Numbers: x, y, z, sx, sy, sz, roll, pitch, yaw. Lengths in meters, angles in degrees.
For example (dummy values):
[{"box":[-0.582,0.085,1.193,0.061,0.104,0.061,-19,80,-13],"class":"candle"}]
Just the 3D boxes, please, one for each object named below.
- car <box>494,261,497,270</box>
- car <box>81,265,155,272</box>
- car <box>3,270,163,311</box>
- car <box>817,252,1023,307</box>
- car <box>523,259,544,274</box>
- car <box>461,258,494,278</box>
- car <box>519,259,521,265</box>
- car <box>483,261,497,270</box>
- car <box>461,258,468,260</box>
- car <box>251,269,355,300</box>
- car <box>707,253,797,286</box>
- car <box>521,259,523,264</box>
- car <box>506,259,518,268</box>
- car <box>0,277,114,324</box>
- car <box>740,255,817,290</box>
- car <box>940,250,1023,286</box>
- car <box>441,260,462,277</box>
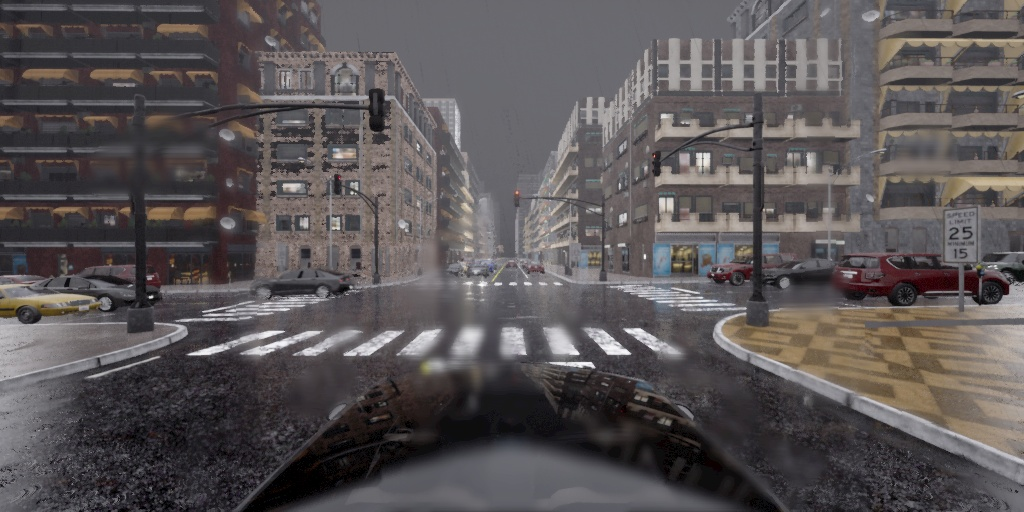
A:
[{"box":[-3.192,1.237,43.407,1.882,1.535,5.008,0,0,0],"class":"car"},{"box":[-23.642,1.462,21.038,5.009,1.841,2.192,0,0,-1],"class":"car"},{"box":[-17.898,1.560,15.340,4.892,1.490,1.837,-1,0,-1],"class":"car"},{"box":[14.685,0.775,13.112,5.009,1.841,2.192,0,0,-1],"class":"car"},{"box":[2.603,1.198,40.812,1.967,1.591,4.097,0,0,0],"class":"car"},{"box":[-3.172,1.247,33.985,2.128,1.511,4.902,0,0,0],"class":"car"},{"box":[2.564,1.348,57.860,1.802,1.307,4.207,0,0,0],"class":"car"},{"box":[-3.208,1.365,53.404,1.895,1.301,4.718,0,0,0],"class":"car"},{"box":[-5.777,1.283,40.621,1.751,1.417,4.829,0,0,0],"class":"car"},{"box":[-10.785,1.422,18.622,4.892,1.490,1.837,-1,0,-1],"class":"car"},{"box":[14.532,0.759,21.490,5.009,1.841,2.192,0,0,-1],"class":"car"},{"box":[2.590,1.200,46.495,1.967,1.591,4.097,0,0,0],"class":"car"},{"box":[-0.027,1.294,59.887,1.812,1.442,4.674,0,0,1],"class":"car"},{"box":[-17.654,1.585,12.756,4.829,1.417,1.751,0,0,-1],"class":"car"},{"box":[15.291,0.913,18.909,5.008,1.535,1.882,-1,0,-1],"class":"car"},{"box":[26.262,0.583,19.027,4.553,1.767,2.097,-1,0,-1],"class":"car"},{"box":[-5.765,1.322,35.109,1.948,1.339,4.313,0,0,0],"class":"car"}]
